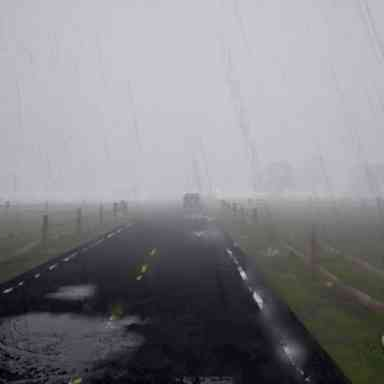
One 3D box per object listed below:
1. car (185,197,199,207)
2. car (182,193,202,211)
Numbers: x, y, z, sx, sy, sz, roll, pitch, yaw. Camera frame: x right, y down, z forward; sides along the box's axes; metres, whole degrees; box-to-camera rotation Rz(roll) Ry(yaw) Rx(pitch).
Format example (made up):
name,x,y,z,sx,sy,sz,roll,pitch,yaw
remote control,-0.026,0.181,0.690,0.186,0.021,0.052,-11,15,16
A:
name,x,y,z,sx,sy,sz,roll,pitch,yaw
car,0.013,1.411,49.108,1.994,1.385,4.181,0,0,0
car,0.011,1.102,38.241,2.150,2.045,5.566,0,0,0
